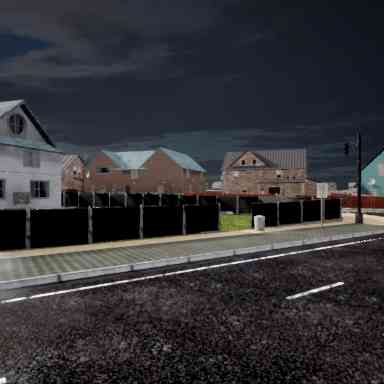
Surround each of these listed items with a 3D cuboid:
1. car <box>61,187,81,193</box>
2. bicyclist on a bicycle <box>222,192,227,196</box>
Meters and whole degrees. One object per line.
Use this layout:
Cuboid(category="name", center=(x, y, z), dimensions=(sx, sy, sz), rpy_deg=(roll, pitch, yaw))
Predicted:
Cuboid(category="car", center=(-14.467, 0.477, 38.791), dimensions=(5.566, 2.045, 2.150), rpy_deg=(1, 0, 20))
Cuboid(category="bicyclist on a bicycle", center=(3.783, 0.795, 38.689), dimensions=(0.582, 1.620, 1.656), rpy_deg=(1, 1, 19))
